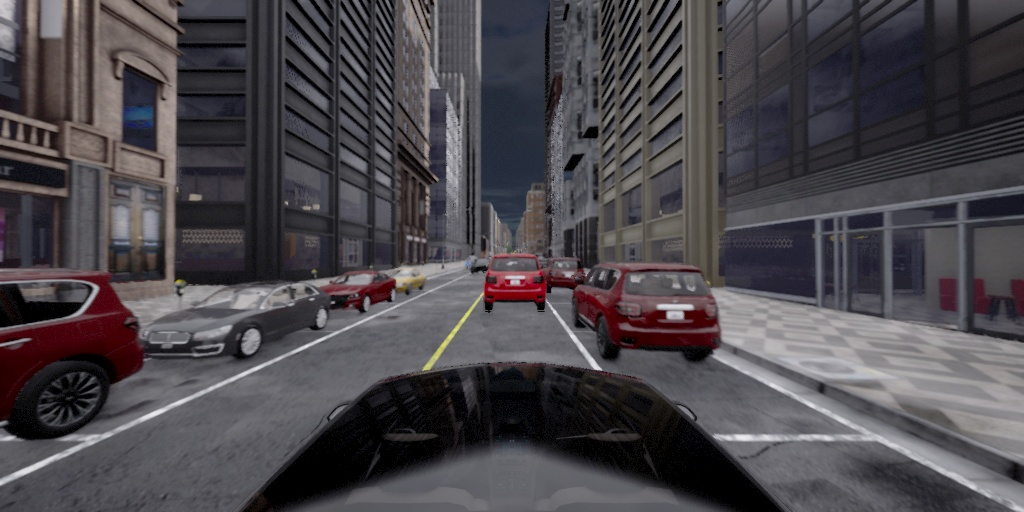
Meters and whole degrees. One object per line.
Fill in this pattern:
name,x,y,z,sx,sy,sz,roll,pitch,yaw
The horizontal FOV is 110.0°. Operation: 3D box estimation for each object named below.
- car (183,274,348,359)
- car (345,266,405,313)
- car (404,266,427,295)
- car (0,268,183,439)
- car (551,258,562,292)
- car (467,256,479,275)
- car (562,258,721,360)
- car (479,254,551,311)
car,-5.860,1.282,8.272,2.007,1.370,4.403,0,0,0
car,-5.861,1.260,13.897,1.888,1.381,4.507,0,0,0
car,-5.863,1.222,19.352,1.751,1.417,4.829,0,0,0
car,-5.858,1.062,2.648,2.192,1.841,5.009,0,0,0
car,2.663,1.012,19.520,2.192,1.841,5.009,0,0,0
car,-3.107,0.992,37.385,2.097,1.767,4.553,0,0,0
car,2.666,1.046,8.271,2.192,1.841,5.009,0,0,0
car,0.083,0.935,14.281,2.150,2.045,5.566,0,0,0
